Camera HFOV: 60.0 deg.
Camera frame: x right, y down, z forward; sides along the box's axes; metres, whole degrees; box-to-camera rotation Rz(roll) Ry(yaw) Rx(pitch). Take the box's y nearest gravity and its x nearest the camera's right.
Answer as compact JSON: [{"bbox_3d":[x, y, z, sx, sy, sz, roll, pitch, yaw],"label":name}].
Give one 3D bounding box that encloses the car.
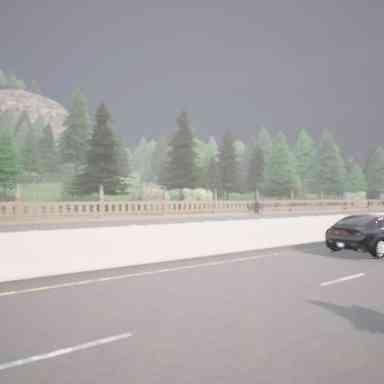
[{"bbox_3d":[7.333,1.656,13.375,4.892,1.490,1.837,0,0,-35],"label":"car"}]
